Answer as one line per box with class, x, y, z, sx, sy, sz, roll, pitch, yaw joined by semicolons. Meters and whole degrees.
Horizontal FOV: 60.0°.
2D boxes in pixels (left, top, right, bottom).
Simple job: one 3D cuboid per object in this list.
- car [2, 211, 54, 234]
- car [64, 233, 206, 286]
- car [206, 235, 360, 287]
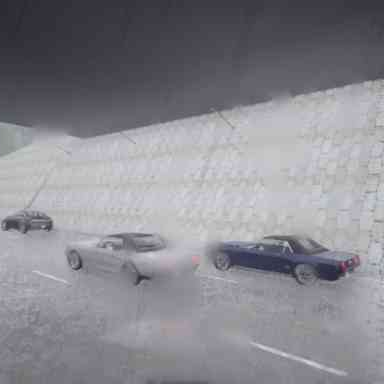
car;-11.493;2.053;23.155;4.902;1.511;2.128;0;-3;40
car;-2.097;1.943;10.534;4.718;1.301;1.895;0;-3;41
car;2.763;2.082;10.984;4.718;1.301;1.895;0;-3;41
